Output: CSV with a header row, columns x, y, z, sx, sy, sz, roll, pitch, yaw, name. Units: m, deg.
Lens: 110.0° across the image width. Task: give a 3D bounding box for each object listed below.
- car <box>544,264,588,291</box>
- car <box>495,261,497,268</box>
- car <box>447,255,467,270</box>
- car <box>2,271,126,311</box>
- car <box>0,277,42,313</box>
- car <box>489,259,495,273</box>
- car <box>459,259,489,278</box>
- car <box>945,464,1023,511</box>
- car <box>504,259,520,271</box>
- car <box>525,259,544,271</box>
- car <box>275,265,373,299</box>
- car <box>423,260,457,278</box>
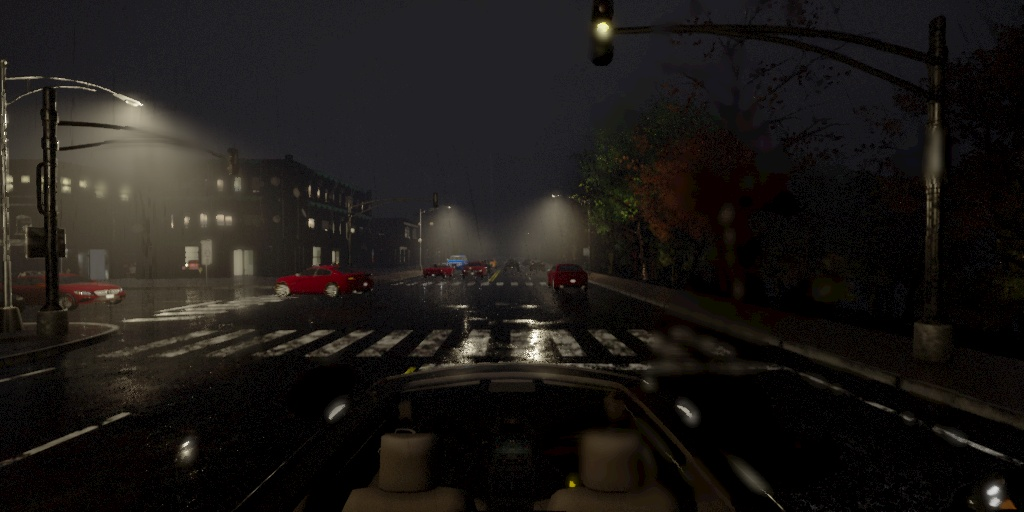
x,y,z,sx,sy,sz,roll,pitch,yaw,name
3.305,1.209,21.919,1.882,1.535,5.008,0,0,0,car
-3.435,1.170,56.674,1.882,1.535,5.008,0,0,1,car
-6.670,0.926,43.941,2.150,2.045,5.566,0,0,0,car
-19.361,1.481,15.241,4.674,1.442,1.812,-1,1,1,car
-19.971,1.557,12.542,4.313,1.339,1.948,0,0,0,car
-3.425,1.212,43.174,1.837,1.490,4.892,0,0,0,car
-3.412,1.244,33.107,1.812,1.442,4.674,0,0,0,car
3.356,1.314,0.170,1.994,1.385,4.181,0,0,0,car
-0.004,1.207,47.635,1.837,1.490,4.892,0,0,0,car
3.247,1.194,47.374,2.128,1.511,4.902,0,0,0,car
-9.314,1.235,17.758,5.008,1.535,1.882,-1,-1,18,car
-6.662,1.320,32.886,1.895,1.301,4.718,0,0,2,car
